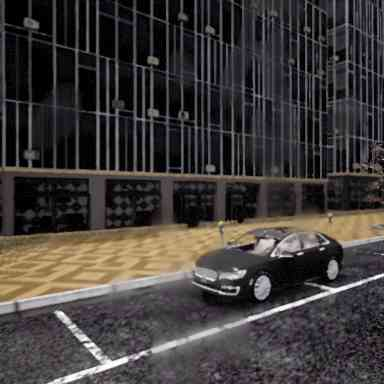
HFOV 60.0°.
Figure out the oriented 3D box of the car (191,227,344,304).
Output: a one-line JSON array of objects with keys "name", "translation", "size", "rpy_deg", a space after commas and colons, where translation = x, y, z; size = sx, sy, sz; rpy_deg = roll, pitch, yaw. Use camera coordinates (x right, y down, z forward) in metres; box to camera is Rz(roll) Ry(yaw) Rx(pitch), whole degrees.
[{"name": "car", "translation": [2.000, 1.567, 8.128], "size": [4.403, 1.369, 2.008], "rpy_deg": [0, 0, -37]}]
